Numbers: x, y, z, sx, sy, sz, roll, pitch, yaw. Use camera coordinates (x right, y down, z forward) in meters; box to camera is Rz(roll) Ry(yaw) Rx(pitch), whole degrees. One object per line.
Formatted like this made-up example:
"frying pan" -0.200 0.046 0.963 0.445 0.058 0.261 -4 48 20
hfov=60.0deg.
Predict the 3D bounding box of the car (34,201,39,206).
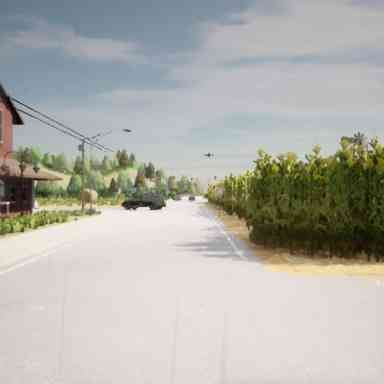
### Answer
"car" -21.285 1.503 40.731 4.674 1.442 1.812 0 0 -1

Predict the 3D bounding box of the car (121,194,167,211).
"car" -5.828 1.246 40.593 5.566 2.045 2.150 0 0 16

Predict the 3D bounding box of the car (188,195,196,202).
"car" 0.026 1.482 78.879 1.837 1.490 4.892 0 0 1

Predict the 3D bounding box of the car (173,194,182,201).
"car" -3.454 1.345 80.302 2.097 1.767 4.553 0 0 0
